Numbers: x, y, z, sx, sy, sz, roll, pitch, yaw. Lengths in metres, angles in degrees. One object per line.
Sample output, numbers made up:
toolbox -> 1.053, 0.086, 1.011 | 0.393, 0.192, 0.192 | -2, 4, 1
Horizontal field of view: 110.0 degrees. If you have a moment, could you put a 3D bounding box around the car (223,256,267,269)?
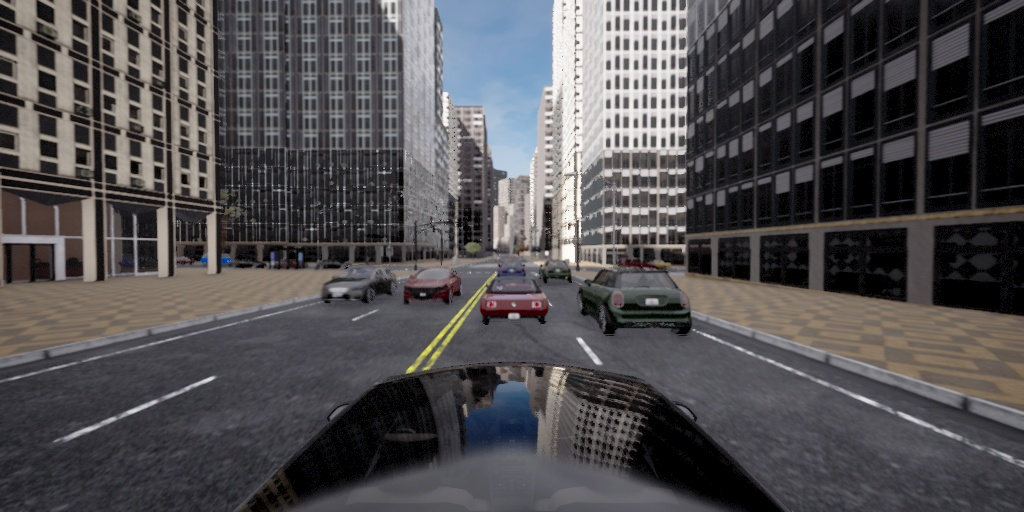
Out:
car -> -34.315, 1.013, 46.659 | 4.313, 1.339, 1.948 | 0, 0, 1

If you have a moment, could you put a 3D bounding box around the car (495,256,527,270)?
car -> -0.021, 1.039, 27.524 | 2.097, 1.767, 4.553 | 0, 0, 0

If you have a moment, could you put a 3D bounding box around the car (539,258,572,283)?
car -> 3.229, 1.036, 27.479 | 2.097, 1.767, 4.553 | 0, 0, 0

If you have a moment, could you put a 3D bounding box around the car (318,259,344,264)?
car -> -22.949, 1.104, 46.410 | 4.313, 1.339, 1.948 | 0, 0, 1

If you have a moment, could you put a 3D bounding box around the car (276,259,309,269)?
car -> -28.633, 1.075, 46.514 | 4.207, 1.307, 1.802 | 0, 0, 1

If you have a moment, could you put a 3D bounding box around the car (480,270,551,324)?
car -> 0.053, 1.329, 11.892 | 1.895, 1.301, 4.718 | 0, 0, 0

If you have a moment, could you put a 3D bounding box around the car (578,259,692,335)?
car -> 3.299, 1.080, 10.561 | 2.097, 1.767, 4.553 | 0, 0, 0

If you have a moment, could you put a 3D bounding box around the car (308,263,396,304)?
car -> -6.663, 1.219, 16.127 | 2.128, 1.511, 4.902 | 0, 0, 0

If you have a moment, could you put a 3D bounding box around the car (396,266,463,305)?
car -> -3.412, 1.200, 16.177 | 1.882, 1.535, 5.008 | 0, 0, 0
